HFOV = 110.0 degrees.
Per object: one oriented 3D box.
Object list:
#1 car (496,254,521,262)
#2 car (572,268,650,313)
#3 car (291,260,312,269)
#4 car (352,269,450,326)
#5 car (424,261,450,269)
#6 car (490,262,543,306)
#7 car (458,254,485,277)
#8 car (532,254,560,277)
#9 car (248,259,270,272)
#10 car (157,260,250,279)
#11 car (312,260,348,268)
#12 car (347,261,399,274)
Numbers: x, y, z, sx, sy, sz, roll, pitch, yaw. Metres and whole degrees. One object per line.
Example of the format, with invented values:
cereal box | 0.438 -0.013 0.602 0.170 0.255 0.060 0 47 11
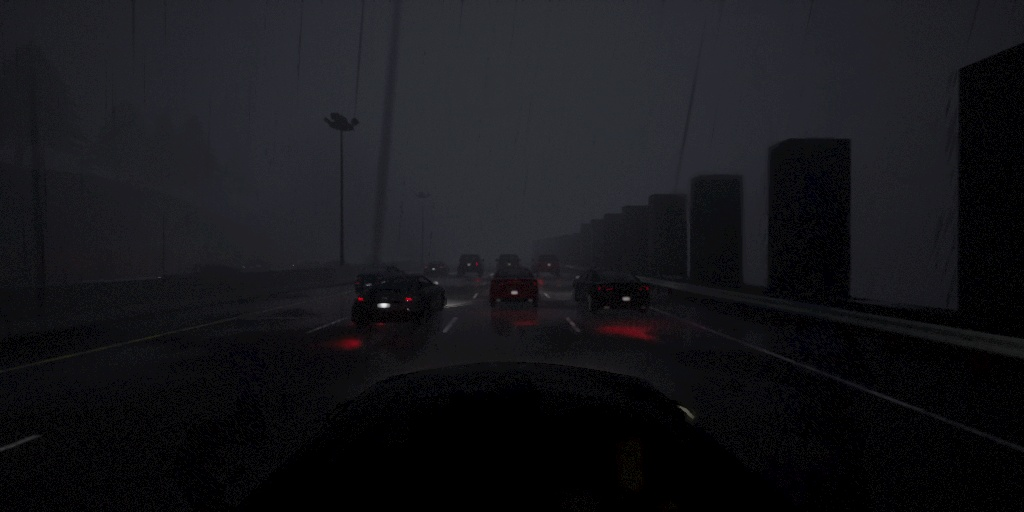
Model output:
car | -0.350 0.856 33.985 2.150 2.045 5.566 0 0 -2
car | 3.580 1.184 13.750 1.882 1.535 5.008 0 0 0
car | -25.759 1.195 45.246 1.895 1.301 4.718 0 0 -5
car | -3.409 1.279 11.520 1.994 1.385 4.181 0 0 0
car | -7.422 1.193 35.563 1.994 1.385 4.181 0 0 -2
car | 0.065 1.178 15.559 1.882 1.535 5.008 0 0 0
car | -3.857 0.856 34.086 2.150 2.045 5.566 0 0 -2
car | 3.150 0.856 34.061 2.150 2.045 5.566 0 0 -2
car | -28.853 1.121 39.606 1.837 1.490 4.892 0 0 -3
car | -21.283 1.215 24.816 2.033 1.411 5.357 0 0 -1
car | -18.197 1.150 36.808 1.812 1.442 4.674 0 0 -2
car | -7.003 1.212 19.618 1.812 1.442 4.674 0 0 -1
